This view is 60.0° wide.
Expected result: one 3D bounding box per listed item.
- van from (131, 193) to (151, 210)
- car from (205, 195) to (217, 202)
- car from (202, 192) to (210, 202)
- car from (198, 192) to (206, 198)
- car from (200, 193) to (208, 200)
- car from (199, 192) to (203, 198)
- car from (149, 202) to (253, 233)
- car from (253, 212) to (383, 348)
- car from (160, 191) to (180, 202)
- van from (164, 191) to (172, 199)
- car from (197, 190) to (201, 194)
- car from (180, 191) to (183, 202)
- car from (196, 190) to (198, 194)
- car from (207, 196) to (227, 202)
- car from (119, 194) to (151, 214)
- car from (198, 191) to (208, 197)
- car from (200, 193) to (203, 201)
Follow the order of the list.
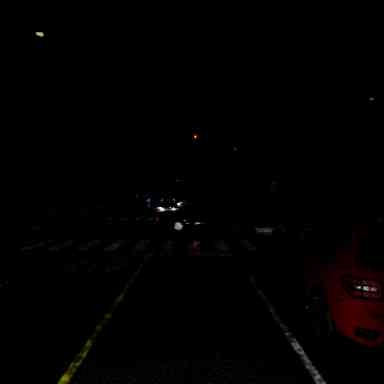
[{"bbox_3d":[-5.762,1.068,38.180,1.690,1.788,3.998,0,0,0],"label":"van"},{"bbox_3d":[2.763,1.309,38.162,1.802,1.307,4.206,0,0,0],"label":"car"},{"bbox_3d":[2.763,1.125,43.582,1.967,1.590,4.097,0,0,0],"label":"car"},{"bbox_3d":[2.762,0.710,92.363,1.967,1.590,4.097,0,1,0],"label":"car"},{"bbox_3d":[2.762,0.938,76.274,1.752,1.417,4.829,0,1,0],"label":"car"},{"bbox_3d":[2.763,1.098,59.843,1.887,1.381,4.507,0,0,0],"label":"car"},{"bbox_3d":[0.613,1.428,18.187,5.357,1.411,2.033,0,0,0],"label":"car"},{"bbox_3d":[2.763,1.274,6.183,2.192,1.841,5.009,0,0,0],"label":"car"},{"bbox_3d":[-3.075,1.031,44.293,2.097,1.767,4.553,0,0,0],"label":"car"},{"bbox_3d":[-5.762,0.707,81.541,1.690,1.788,3.998,0,1,0],"label":"van"},{"bbox_3d":[2.763,0.776,70.681,2.192,1.841,5.009,0,1,0],"label":"car"},{"bbox_3d":[-3.026,1.052,60.551,1.837,1.490,4.892,0,1,0],"label":"car"},{"bbox_3d":[2.763,0.634,86.942,2.192,1.841,5.009,0,1,0],"label":"car"},{"bbox_3d":[2.763,1.334,32.742,1.947,1.339,4.313,0,0,0],"label":"car"},{"bbox_3d":[-5.762,1.083,32.760,2.192,1.841,5.009,0,0,0],"label":"car"},{"bbox_3d":[2.762,1.074,65.263,1.947,1.339,4.313,0,0,0],"label":"car"},{"bbox_3d":[2.763,1.180,54.423,1.802,1.307,4.206,0,0,0],"label":"car"}]
